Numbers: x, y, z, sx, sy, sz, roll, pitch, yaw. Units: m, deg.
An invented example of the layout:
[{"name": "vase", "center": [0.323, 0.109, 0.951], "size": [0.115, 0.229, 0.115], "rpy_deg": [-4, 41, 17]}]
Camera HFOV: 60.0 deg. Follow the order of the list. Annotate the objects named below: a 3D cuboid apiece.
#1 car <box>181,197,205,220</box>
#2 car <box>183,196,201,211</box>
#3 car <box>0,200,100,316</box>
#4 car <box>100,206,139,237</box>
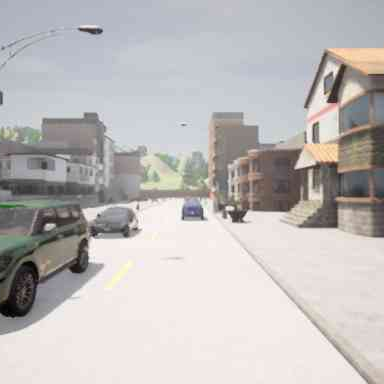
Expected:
[{"name": "car", "center": [0.052, 1.499, 28.574], "size": [1.882, 1.535, 5.008], "rpy_deg": [0, 0, 0]}, {"name": "car", "center": [0.028, 1.382, 41.053], "size": [2.097, 1.767, 4.553], "rpy_deg": [0, 0, 0]}, {"name": "car", "center": [-4.104, 1.230, 7.852], "size": [2.150, 2.045, 5.566], "rpy_deg": [0, 0, 0]}, {"name": "car", "center": [-4.086, 1.540, 18.306], "size": [1.812, 1.442, 4.674], "rpy_deg": [0, 0, 0]}]
